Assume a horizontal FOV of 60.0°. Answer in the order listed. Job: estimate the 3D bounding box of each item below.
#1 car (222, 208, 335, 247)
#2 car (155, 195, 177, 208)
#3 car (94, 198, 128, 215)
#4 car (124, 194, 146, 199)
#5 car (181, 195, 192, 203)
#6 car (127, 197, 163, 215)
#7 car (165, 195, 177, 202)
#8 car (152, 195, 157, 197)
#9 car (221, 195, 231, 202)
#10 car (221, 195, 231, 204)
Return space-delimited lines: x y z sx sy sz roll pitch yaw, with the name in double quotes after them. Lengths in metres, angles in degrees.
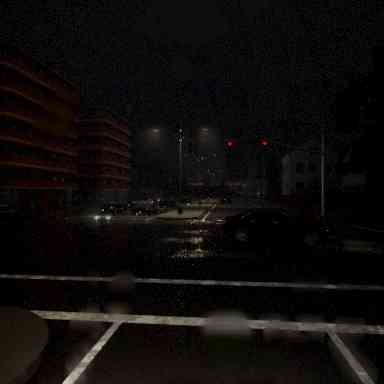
3.819 1.505 15.027 4.892 1.490 1.837 0 1 20 "car"
-3.391 1.547 47.171 2.033 1.411 5.357 0 0 6 "car"
-8.294 1.564 33.725 1.994 1.385 4.181 0 0 6 "car"
-7.338 1.220 43.026 2.150 2.045 5.566 0 0 6 "car"
-1.223 1.477 67.417 1.882 1.535 5.008 0 0 6 "car"
-4.750 1.547 34.292 2.033 1.411 5.357 0 0 4 "car"
-4.397 1.400 70.681 1.812 1.442 4.674 0 0 6 "car"
-5.986 1.352 56.063 2.097 1.767 4.553 0 0 6 "car"
7.679 1.523 75.645 2.128 1.511 4.902 0 0 6 "car"
6.743 1.505 65.602 1.837 1.490 4.892 0 0 6 "car"
